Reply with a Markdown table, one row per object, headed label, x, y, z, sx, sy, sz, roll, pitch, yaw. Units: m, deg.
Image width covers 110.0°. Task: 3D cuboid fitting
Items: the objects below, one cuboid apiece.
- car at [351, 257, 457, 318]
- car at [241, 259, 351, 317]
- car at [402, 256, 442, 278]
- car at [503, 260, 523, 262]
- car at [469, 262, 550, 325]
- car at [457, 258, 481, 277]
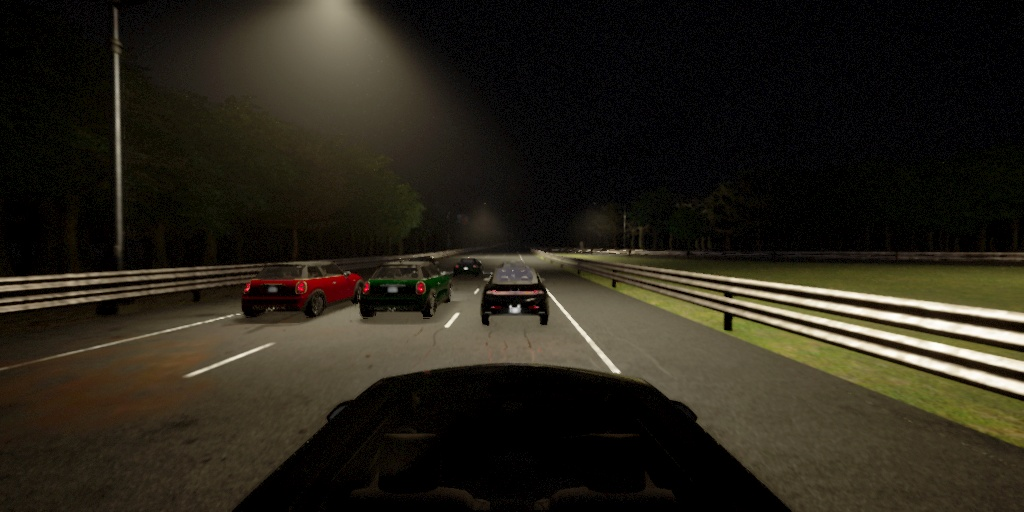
| label | x | y | z | sx | sy | sz | roll | pitch | yaw |
| --- | --- | --- | --- | --- | --- | --- | --- | --- | --- |
| car | -3.414 | 0.948 | 12.410 | 2.097 | 1.767 | 4.553 | 0 | 1 | 0 |
| car | -6.913 | 0.947 | 12.492 | 2.097 | 1.767 | 4.553 | 0 | 1 | 0 |
| car | -6.909 | 0.812 | 27.999 | 1.837 | 1.490 | 4.892 | 0 | 1 | 0 |
| car | 0.086 | 0.941 | 26.274 | 1.895 | 1.301 | 4.718 | 0 | 1 | 0 |
| car | 0.083 | 1.103 | 11.224 | 2.128 | 1.511 | 4.902 | 0 | 0 | 0 |
| car | -3.408 | 0.862 | 28.490 | 1.994 | 1.385 | 4.181 | 0 | 1 | 0 |
